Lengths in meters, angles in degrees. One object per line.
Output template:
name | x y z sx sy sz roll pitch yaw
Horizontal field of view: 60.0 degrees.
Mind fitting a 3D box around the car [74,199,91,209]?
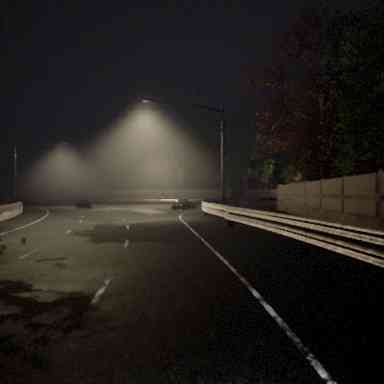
car | -16.571 1.813 50.600 1.812 1.442 4.674 0 0 -28

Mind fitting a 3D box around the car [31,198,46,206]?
car | -29.543 1.911 64.212 1.812 1.442 4.674 0 0 -39

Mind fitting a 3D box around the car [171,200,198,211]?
car | -0.983 1.771 45.482 2.033 1.411 5.357 0 0 22
